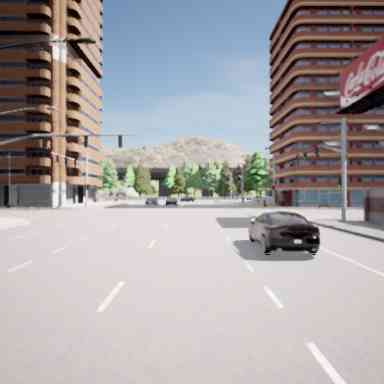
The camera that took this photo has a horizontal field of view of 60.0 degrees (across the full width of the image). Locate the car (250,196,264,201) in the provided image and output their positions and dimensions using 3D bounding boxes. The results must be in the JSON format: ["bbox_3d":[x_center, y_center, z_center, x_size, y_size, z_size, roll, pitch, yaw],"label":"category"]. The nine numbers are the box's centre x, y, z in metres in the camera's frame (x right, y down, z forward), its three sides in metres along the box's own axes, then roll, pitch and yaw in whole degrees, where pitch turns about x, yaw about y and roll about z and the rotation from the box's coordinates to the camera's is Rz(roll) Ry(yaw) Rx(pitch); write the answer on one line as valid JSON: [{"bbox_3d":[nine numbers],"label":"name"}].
[{"bbox_3d":[16.722,1.662,81.423,4.902,1.511,2.128,0,0,0],"label":"car"}]

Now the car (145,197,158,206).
[{"bbox_3d":[-7.052,1.628,58.058,2.128,1.511,4.902,0,0,1],"label":"car"}]

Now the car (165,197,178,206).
[{"bbox_3d":[-3.553,1.614,58.063,1.882,1.535,5.008,0,0,1],"label":"car"}]

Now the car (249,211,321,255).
[{"bbox_3d":[3.549,1.510,13.556,1.882,1.535,5.008,0,0,1],"label":"car"}]

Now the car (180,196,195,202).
[{"bbox_3d":[-1.099,1.682,79.009,2.128,1.511,4.902,0,0,-27],"label":"car"}]
